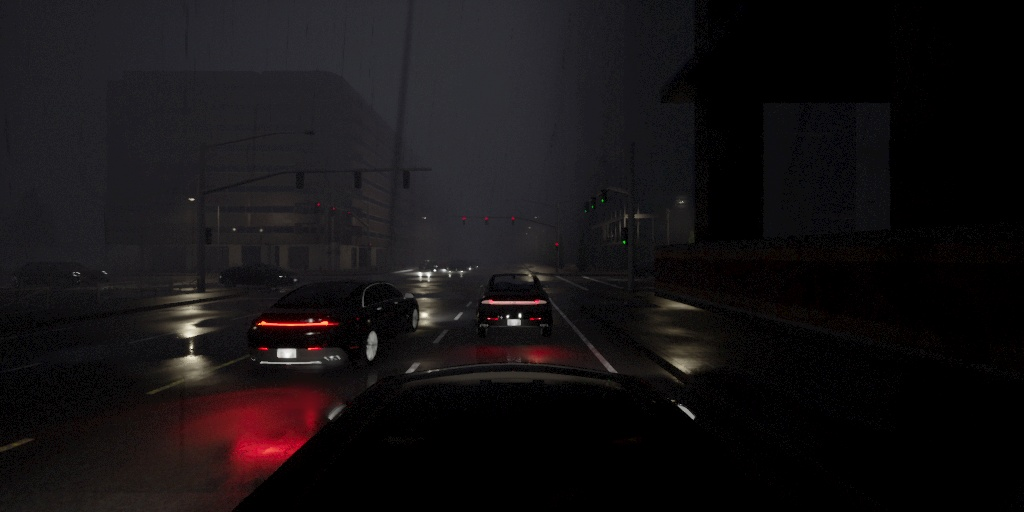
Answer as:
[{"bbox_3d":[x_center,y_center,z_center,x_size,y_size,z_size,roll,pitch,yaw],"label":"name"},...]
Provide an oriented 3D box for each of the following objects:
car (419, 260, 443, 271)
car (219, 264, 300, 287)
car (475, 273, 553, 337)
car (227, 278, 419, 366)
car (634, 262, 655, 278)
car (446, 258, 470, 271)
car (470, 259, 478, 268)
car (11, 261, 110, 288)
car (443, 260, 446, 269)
[{"bbox_3d":[-11.005,1.236,47.538,2.128,1.511,4.902,0,0,0],"label":"car"},{"bbox_3d":[-16.190,1.286,23.118,4.902,1.511,2.128,0,0,8],"label":"car"},{"bbox_3d":[0.055,1.241,10.274,2.128,1.511,4.902,0,0,0],"label":"car"},{"bbox_3d":[-3.454,1.254,7.952,1.837,1.490,4.892,0,0,0],"label":"car"},{"bbox_3d":[13.932,1.293,34.272,4.902,1.511,2.128,0,0,0],"label":"car"},{"bbox_3d":[-7.512,1.222,50.310,1.882,1.535,5.008,0,0,0],"label":"car"},{"bbox_3d":[-7.437,1.307,60.327,1.994,1.385,4.181,0,0,1],"label":"car"},{"bbox_3d":[-29.597,1.154,23.627,4.553,1.767,2.097,0,0,0],"label":"car"},{"bbox_3d":[-10.979,1.344,56.882,1.895,1.301,4.718,0,0,1],"label":"car"}]
